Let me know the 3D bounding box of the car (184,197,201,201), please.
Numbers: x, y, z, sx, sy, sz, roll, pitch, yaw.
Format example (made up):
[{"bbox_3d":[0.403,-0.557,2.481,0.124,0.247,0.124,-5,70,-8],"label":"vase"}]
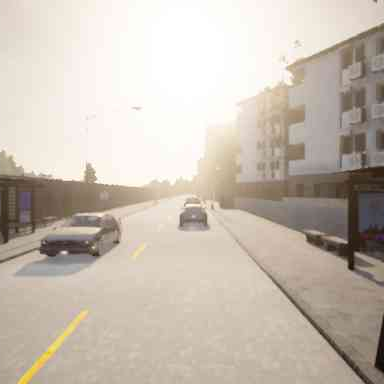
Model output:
[{"bbox_3d":[0.095,1.361,42.476,2.097,1.767,4.553,0,0,0],"label":"car"}]

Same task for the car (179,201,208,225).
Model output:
[{"bbox_3d":[0.103,1.570,23.809,1.994,1.385,4.181,0,0,0],"label":"car"}]

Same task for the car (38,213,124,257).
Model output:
[{"bbox_3d":[-4.061,1.551,13.250,2.033,1.411,5.357,0,0,0],"label":"car"}]
